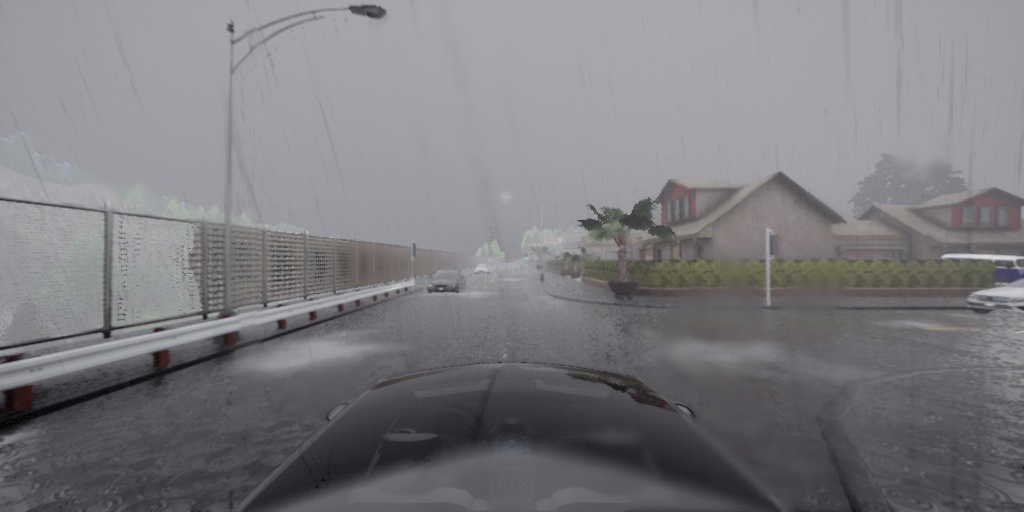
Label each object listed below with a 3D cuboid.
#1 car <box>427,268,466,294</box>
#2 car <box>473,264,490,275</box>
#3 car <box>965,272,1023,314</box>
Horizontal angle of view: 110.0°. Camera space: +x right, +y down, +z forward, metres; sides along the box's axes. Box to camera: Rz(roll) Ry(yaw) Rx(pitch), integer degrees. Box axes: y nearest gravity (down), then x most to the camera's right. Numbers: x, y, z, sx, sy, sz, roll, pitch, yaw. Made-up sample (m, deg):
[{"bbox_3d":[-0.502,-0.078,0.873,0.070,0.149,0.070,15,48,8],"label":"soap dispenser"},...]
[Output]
[{"bbox_3d":[-4.000,1.570,22.584,1.837,1.490,4.892,0,1,0],"label":"car"},{"bbox_3d":[-3.992,1.801,48.131,1.812,1.442,4.674,0,0,0],"label":"car"},{"bbox_3d":[18.873,1.402,12.463,4.674,1.442,1.812,0,-1,0],"label":"car"}]
